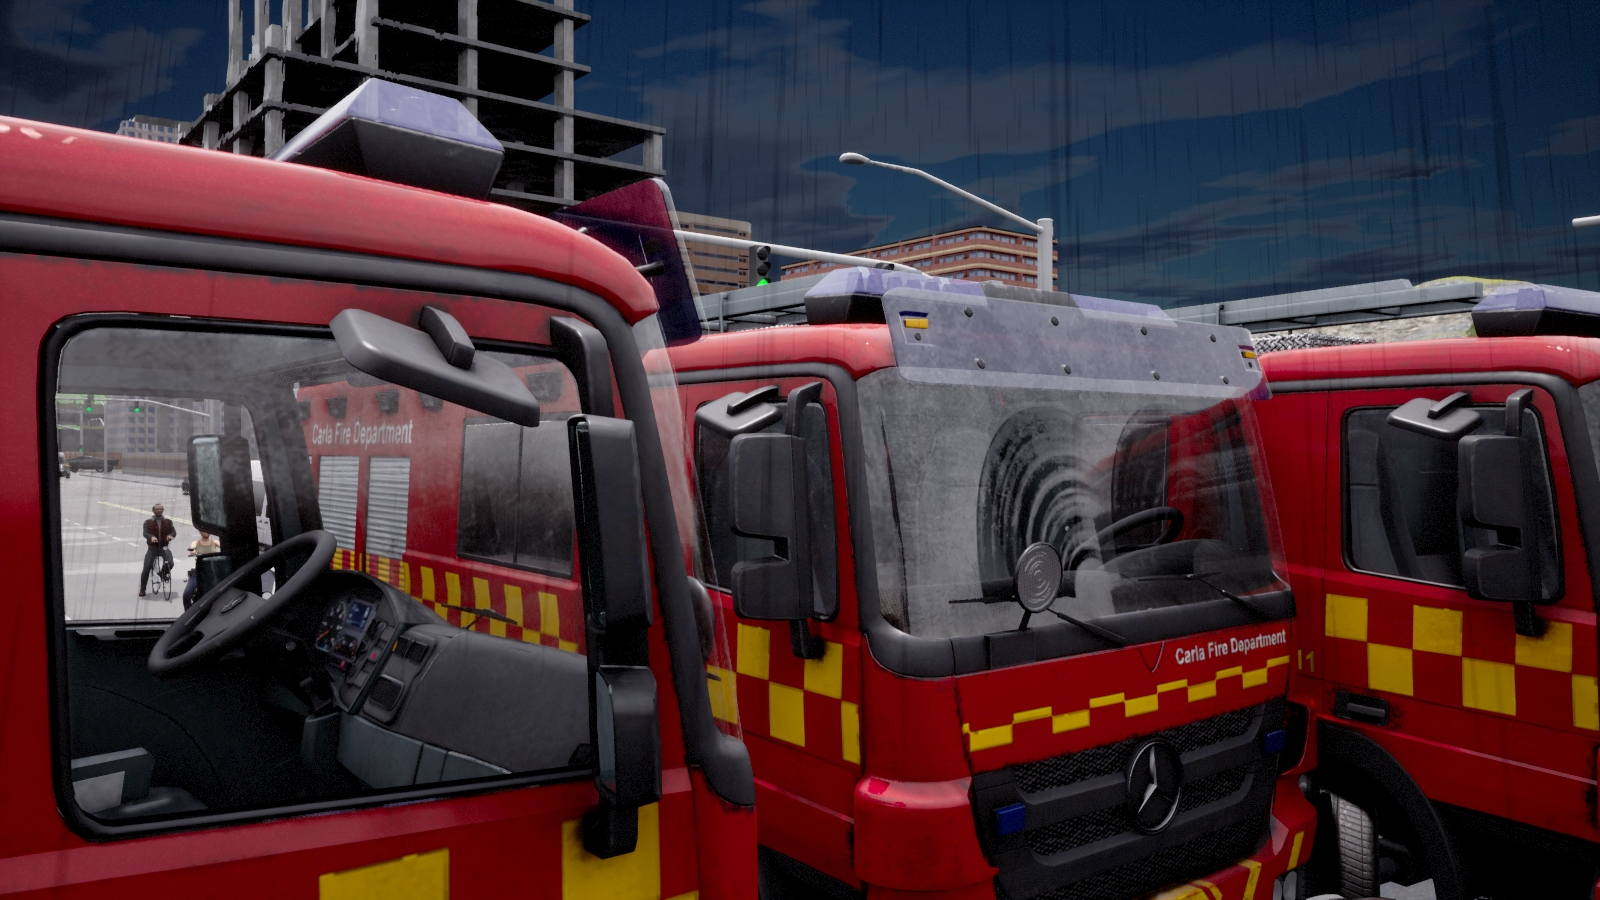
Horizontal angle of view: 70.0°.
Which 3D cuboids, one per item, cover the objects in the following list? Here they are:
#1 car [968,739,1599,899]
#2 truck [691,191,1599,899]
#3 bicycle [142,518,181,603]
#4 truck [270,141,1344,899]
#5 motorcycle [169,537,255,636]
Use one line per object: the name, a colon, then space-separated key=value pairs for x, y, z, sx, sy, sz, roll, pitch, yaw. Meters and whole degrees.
car: x=2.437 y=2.065 z=3.109 sx=1.970 sy=1.475 sz=3.806 roll=0 pitch=0 yaw=-30
truck: x=2.348 y=0.890 z=8.605 sx=2.891 sy=3.827 sz=8.468 roll=0 pitch=0 yaw=-31
bicycle: x=-12.095 y=2.060 z=21.614 sx=0.329 sy=1.471 sz=1.835 roll=0 pitch=0 yaw=-39
truck: x=-1.099 y=0.890 z=8.003 sx=2.891 sy=3.827 sz=8.468 roll=0 pitch=0 yaw=-38
motorcycle: x=-9.533 y=2.155 z=18.464 sx=0.764 sy=1.307 sz=2.356 roll=0 pitch=0 yaw=-39
